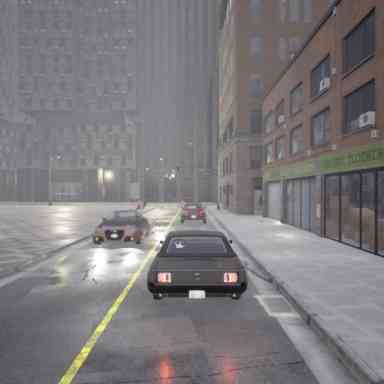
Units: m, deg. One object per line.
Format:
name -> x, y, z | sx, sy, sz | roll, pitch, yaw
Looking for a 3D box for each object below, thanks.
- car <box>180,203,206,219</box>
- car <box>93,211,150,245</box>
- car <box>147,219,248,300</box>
car -> 0.098, 1.523, 24.992 | 1.812, 1.442, 4.674 | 0, 0, 0
car -> -3.103, 1.562, 15.292 | 1.994, 1.385, 4.181 | 0, 0, 0
car -> 0.098, 1.600, 8.350 | 1.895, 1.301, 4.718 | 0, 0, 0
